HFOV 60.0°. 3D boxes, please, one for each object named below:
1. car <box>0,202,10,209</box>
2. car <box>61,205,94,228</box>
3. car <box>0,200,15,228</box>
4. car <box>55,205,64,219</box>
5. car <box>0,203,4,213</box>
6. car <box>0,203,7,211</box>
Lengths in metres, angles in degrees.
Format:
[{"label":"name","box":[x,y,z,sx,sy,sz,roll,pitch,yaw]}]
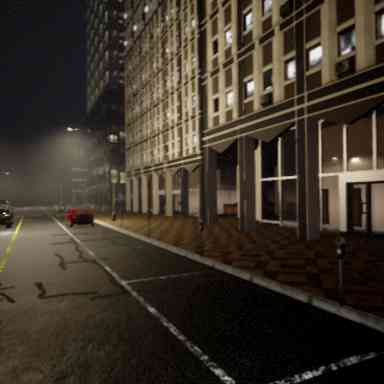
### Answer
[{"label":"car","box":[-39.104,2.841,69.322,1.802,1.307,4.206,-1,-1,-26]},{"label":"car","box":[-8.722,1.925,25.745,1.887,1.381,4.507,-1,-1,-26]},{"label":"car","box":[-15.004,1.681,25.667,2.150,2.045,5.566,-1,0,-26]},{"label":"car","box":[-13.631,2.103,35.919,2.008,1.369,4.403,-1,-1,-26]},{"label":"car","box":[-30.994,2.518,52.624,2.008,1.369,4.403,-1,-1,-26]},{"label":"car","box":[-33.447,2.607,57.711,2.008,1.369,4.403,-1,-1,-26]}]
